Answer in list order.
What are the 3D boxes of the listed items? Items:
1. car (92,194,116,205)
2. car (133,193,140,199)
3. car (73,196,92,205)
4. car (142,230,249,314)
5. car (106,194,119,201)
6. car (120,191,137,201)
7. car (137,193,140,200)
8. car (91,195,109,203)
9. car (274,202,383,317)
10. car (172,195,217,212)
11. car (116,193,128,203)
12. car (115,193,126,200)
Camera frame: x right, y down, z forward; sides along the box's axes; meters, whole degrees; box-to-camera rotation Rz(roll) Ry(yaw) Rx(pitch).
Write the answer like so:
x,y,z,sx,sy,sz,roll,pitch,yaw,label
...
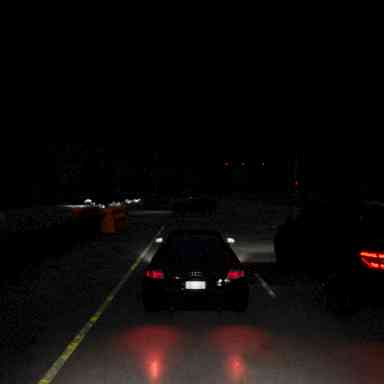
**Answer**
x,y,z,sx,sy,sz,roll,pitch,yaw,label
-14.335,1.393,54.143,1.994,1.385,4.181,0,0,0,car
-15.775,1.151,93.780,1.837,1.490,4.892,0,0,-11,car
-17.840,1.375,54.515,2.033,1.411,5.357,0,0,0,car
0.069,1.563,7.698,1.994,1.385,4.181,0,0,0,car
-17.864,1.237,74.621,1.837,1.490,4.892,0,0,0,car
-14.360,0.965,74.010,2.150,2.045,5.566,0,0,0,car
-14.473,1.291,83.629,1.895,1.301,4.718,0,0,-3,car
-17.831,1.328,64.942,2.033,1.411,5.357,0,0,0,car
3.591,1.220,7.627,2.150,2.045,5.566,0,0,-2,car
0.321,1.407,36.225,4.902,1.511,2.128,0,0,-12,car
-14.342,1.384,64.249,1.895,1.301,4.718,0,0,0,car
-17.979,1.052,83.590,2.097,1.767,4.553,0,0,-3,car
